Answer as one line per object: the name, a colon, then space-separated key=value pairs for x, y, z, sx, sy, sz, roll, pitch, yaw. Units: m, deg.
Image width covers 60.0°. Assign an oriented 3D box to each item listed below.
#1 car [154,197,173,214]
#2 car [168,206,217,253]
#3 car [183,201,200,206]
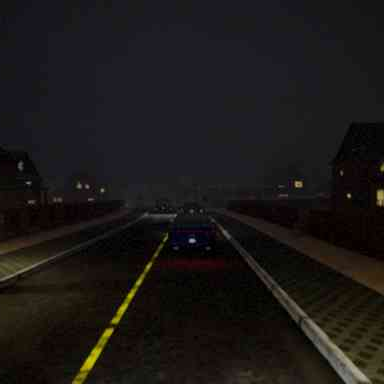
car: x=-3.789 y=1.679 z=43.532 sx=2.150 sy=2.045 sz=5.566 roll=0 pitch=-1 yaw=-6
car: x=0.017 y=1.620 z=14.473 sx=1.882 sy=1.535 sz=5.008 roll=0 pitch=0 yaw=0
car: x=-0.078 y=1.650 z=29.100 sx=2.097 sy=1.767 sz=4.553 roll=0 pitch=-1 yaw=-2
